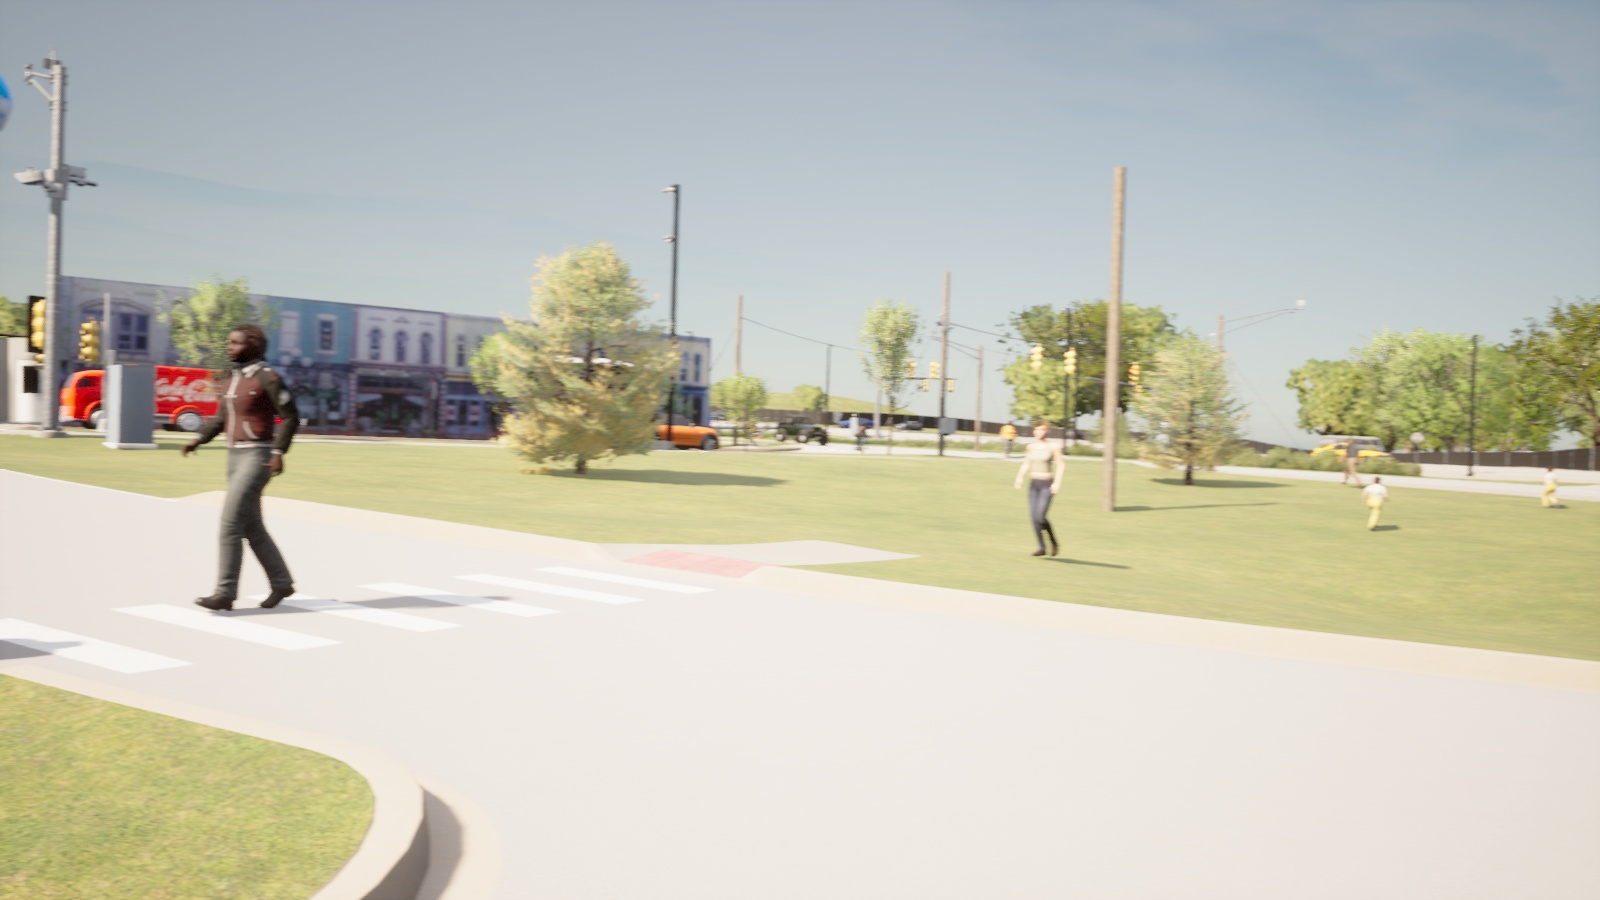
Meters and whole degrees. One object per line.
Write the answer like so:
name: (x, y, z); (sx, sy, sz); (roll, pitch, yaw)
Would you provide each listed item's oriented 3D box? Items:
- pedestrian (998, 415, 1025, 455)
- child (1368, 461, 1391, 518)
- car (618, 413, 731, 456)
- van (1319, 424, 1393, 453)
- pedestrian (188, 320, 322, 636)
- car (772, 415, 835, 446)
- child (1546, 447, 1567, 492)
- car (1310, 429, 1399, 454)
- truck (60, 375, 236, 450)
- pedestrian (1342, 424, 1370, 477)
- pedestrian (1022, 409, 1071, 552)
pedestrian: (9.957, -0.714, 59.046); (0.874, 1.855, 0.900); (0, 0, -24)
child: (13.068, 0.877, 28.312); (0.437, 1.263, 0.270); (0, 1, -38)
car: (-5.491, -0.660, 55.319); (4.553, 1.767, 2.097); (1, 0, -40)
van: (40.221, -0.848, 90.921); (1.775, 1.987, 4.442); (0, 2, -40)
pedestrian: (-3.488, 0.168, 8.056); (0.402, 1.930, 0.666); (1, 1, 40)
car: (0.209, -1.262, 79.089); (1.905, 1.878, 3.866); (0, 1, -40)
child: (21.445, 0.540, 35.600); (0.270, 1.263, 0.437); (1, 0, -14)
car: (38.585, -0.615, 87.429); (1.801, 1.575, 5.366); (0, 2, -40)
truck: (-23.425, -1.284, 45.202); (5.204, 2.467, 2.627); (1, 0, -38)
pedestrian: (19.683, 0.007, 44.482); (0.540, 1.848, 0.694); (0, 0, -32)
pedestrian: (3.227, 0.393, 16.424); (0.345, 1.836, 0.594); (1, 1, 42)
